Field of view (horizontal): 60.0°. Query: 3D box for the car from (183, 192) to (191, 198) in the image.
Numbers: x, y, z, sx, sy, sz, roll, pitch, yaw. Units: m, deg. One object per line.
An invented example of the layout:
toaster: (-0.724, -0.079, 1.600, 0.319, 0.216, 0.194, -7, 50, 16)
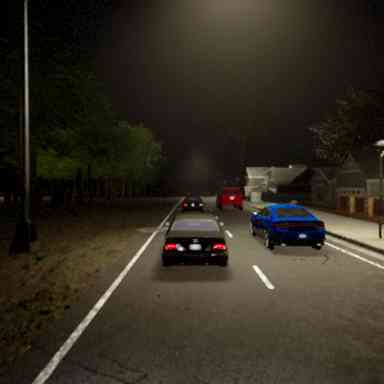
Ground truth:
car: (-1.244, 0.639, 83.532, 1.812, 1.442, 4.674, 0, 0, 0)

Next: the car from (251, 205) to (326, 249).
car: (3.598, 1.234, 13.270, 1.882, 1.535, 5.008, 0, 1, 0)

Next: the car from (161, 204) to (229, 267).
car: (0.086, 1.352, 10.667, 2.033, 1.411, 5.357, 0, 1, 0)

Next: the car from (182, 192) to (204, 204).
car: (0.087, 1.029, 28.522, 2.033, 1.411, 5.357, 0, 1, 0)

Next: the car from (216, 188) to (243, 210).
car: (3.591, 0.638, 32.527, 2.150, 2.045, 5.566, 0, 1, 0)
